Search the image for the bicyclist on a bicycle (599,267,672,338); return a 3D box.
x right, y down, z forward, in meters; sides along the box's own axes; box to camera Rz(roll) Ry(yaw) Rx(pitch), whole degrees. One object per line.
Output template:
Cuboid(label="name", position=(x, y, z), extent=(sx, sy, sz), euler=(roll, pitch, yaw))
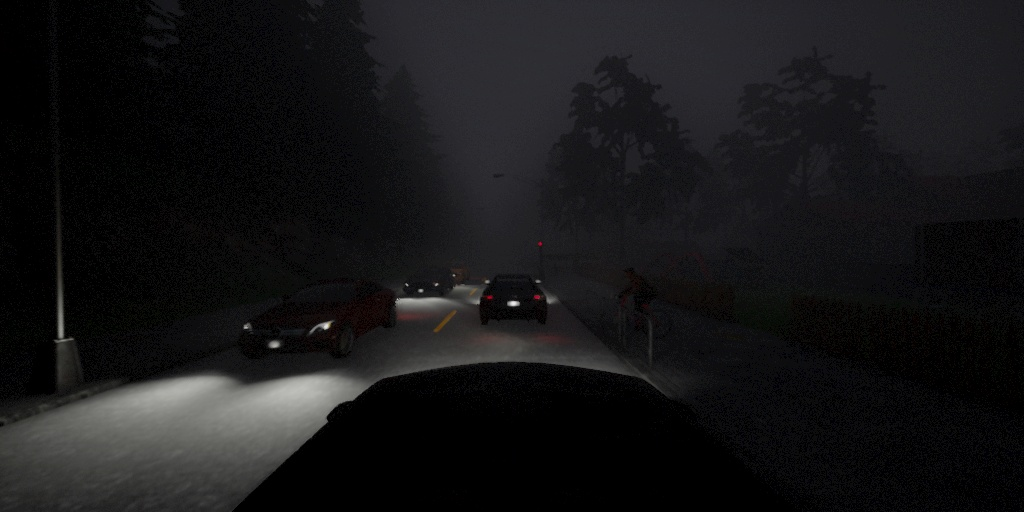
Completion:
Cuboid(label="bicyclist on a bicycle", position=(2.779, 1.065, 8.052), extent=(1.656, 1.620, 0.582), euler=(1, 1, -1))

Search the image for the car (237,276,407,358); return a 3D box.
Cuboid(label="car", position=(-4.141, 1.247, 8.539), extent=(1.812, 1.442, 4.674), euler=(0, 0, -1))

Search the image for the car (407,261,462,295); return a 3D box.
Cuboid(label="car", position=(-4.221, 1.208, 19.237), extent=(2.033, 1.411, 5.357), euler=(0, 0, 0))

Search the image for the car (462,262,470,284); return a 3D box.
Cuboid(label="car", position=(-4.187, 1.127, 25.997), extent=(1.882, 1.535, 5.008), euler=(0, 0, 0))

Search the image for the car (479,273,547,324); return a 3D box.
Cuboid(label="car", position=(0.027, 1.256, 11.768), extent=(1.994, 1.385, 4.181), euler=(0, 0, 0))
